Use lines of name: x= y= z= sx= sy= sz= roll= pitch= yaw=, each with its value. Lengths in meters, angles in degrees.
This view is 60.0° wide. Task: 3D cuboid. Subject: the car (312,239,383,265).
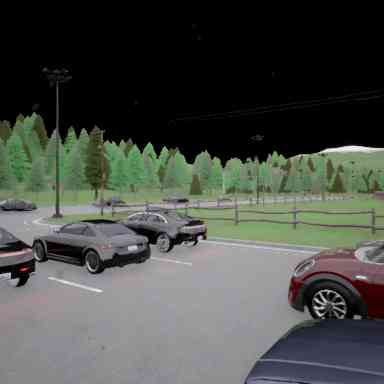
car: x=3.971 y=1.352 z=5.434 sx=4.553 sy=1.767 sz=2.097 roll=0 pitch=0 yaw=36

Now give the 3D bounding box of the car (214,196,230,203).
car: x=6.421 y=1.513 z=71.479 sx=1.812 sy=1.442 sz=4.674 roll=0 pitch=0 yaw=36

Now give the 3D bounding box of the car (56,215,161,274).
car: x=-3.303 y=1.564 z=10.641 sx=4.181 sy=1.385 sz=1.994 roll=0 pitch=0 yaw=36

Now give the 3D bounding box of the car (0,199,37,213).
car: x=-19.572 y=1.547 z=35.888 sx=2.033 sy=1.411 sz=5.357 roll=0 pitch=0 yaw=33

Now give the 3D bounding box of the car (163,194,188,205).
car: x=-2.688 y=1.478 z=59.287 sx=1.882 sy=1.535 sz=5.008 roll=0 pitch=1 yaw=37

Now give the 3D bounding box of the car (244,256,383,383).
car: x=2.941 y=1.547 z=1.862 sx=5.357 sy=1.411 sz=2.033 roll=0 pitch=0 yaw=36

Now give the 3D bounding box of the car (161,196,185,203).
car: x=-3.819 y=1.547 z=69.395 sx=2.033 sy=1.411 sz=5.357 roll=0 pitch=0 yaw=36

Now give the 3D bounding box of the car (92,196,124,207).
car: x=-11.804 y=1.353 z=46.957 sx=2.097 sy=1.767 sz=4.553 roll=0 pitch=0 yaw=36

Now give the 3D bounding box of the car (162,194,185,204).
car: x=-3.506 y=1.353 z=64.025 sx=2.097 sy=1.767 sz=4.553 roll=0 pitch=0 yaw=37

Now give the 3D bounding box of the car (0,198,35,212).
car: x=-21.371 y=1.525 z=39.492 sx=1.812 sy=1.442 sz=4.674 roll=0 pitch=0 yaw=34

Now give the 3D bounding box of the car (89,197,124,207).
car: x=-13.053 y=1.490 z=51.161 sx=2.128 sy=1.511 sz=4.902 roll=0 pitch=0 yaw=36

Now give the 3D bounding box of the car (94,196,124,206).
car: x=-13.889 y=1.506 z=55.912 sx=1.837 sy=1.490 sz=4.892 roll=0 pitch=0 yaw=37

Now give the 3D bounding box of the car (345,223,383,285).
car: x=6.432 y=1.601 z=7.978 sx=4.718 sy=1.301 sz=1.895 roll=0 pitch=0 yaw=36

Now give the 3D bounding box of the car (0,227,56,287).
car: x=-5.733 y=1.491 z=8.082 sx=4.902 sy=1.511 sz=2.128 roll=0 pitch=0 yaw=36

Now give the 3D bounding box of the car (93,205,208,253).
car: x=-1.659 y=1.491 z=13.774 sx=4.902 sy=1.511 sz=2.128 roll=0 pitch=0 yaw=36
